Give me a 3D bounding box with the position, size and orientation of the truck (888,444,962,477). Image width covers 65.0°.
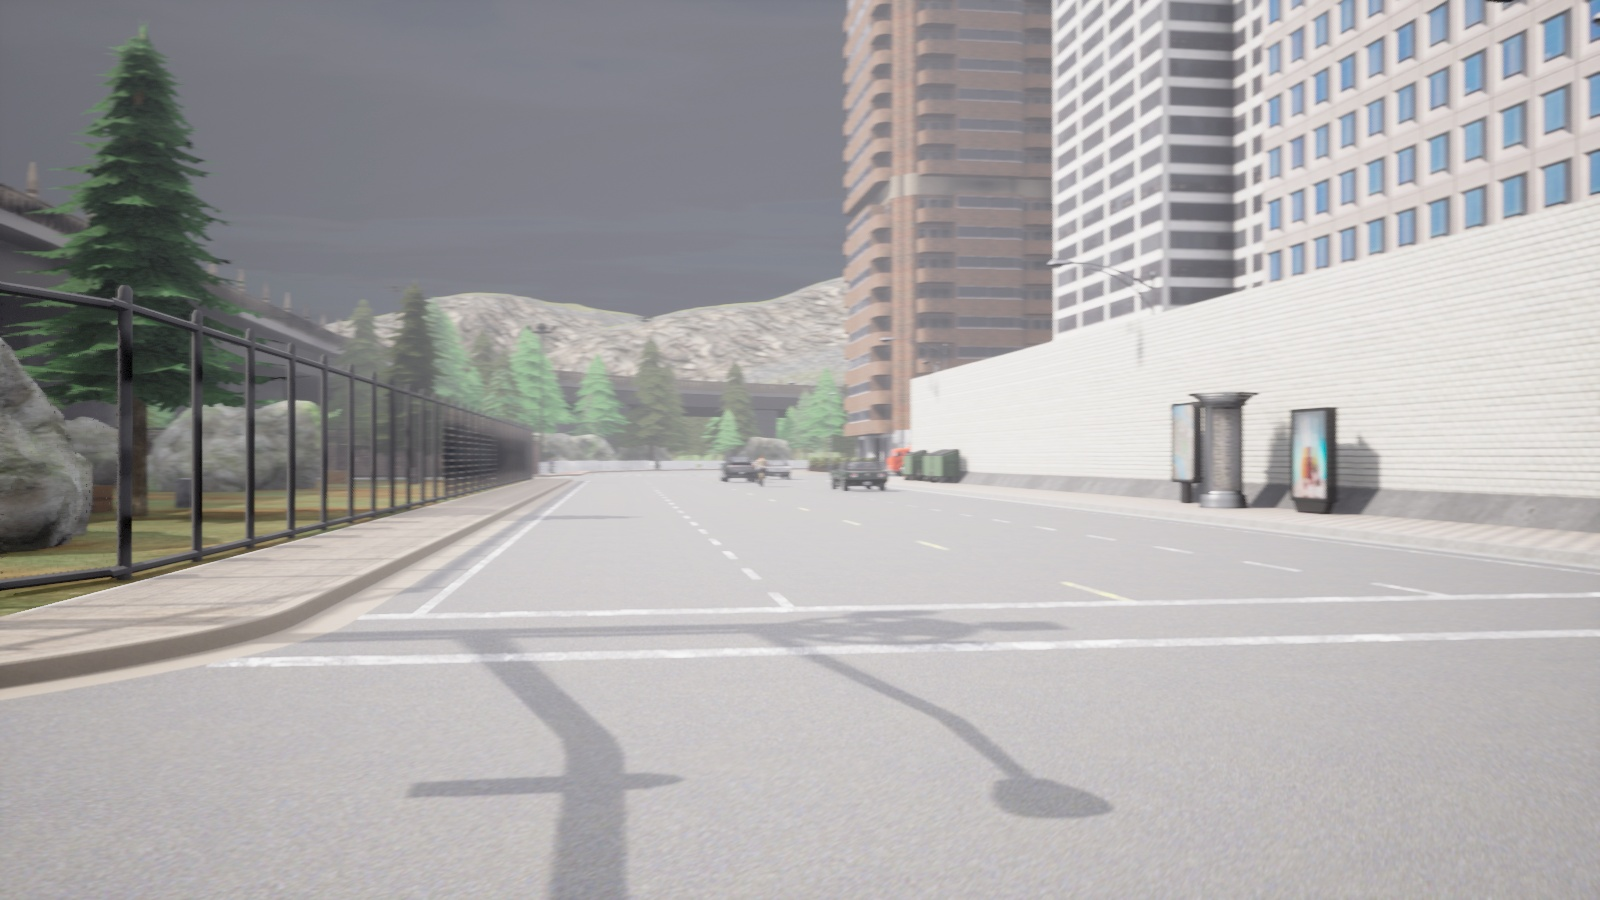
[{"bbox_3d":[9.707,0.791,97.864,5.204,2.467,2.627,0,0,-8],"label":"truck"}]

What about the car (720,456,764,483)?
[{"bbox_3d":[-3.420,1.106,73.329,2.128,1.511,4.902,0,0,-8],"label":"car"}]

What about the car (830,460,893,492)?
[{"bbox_3d":[2.666,1.120,55.268,1.895,1.301,4.718,0,0,-8],"label":"car"}]

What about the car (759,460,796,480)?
[{"bbox_3d":[-1.546,1.353,85.089,1.895,1.301,4.718,0,0,-8],"label":"car"}]
